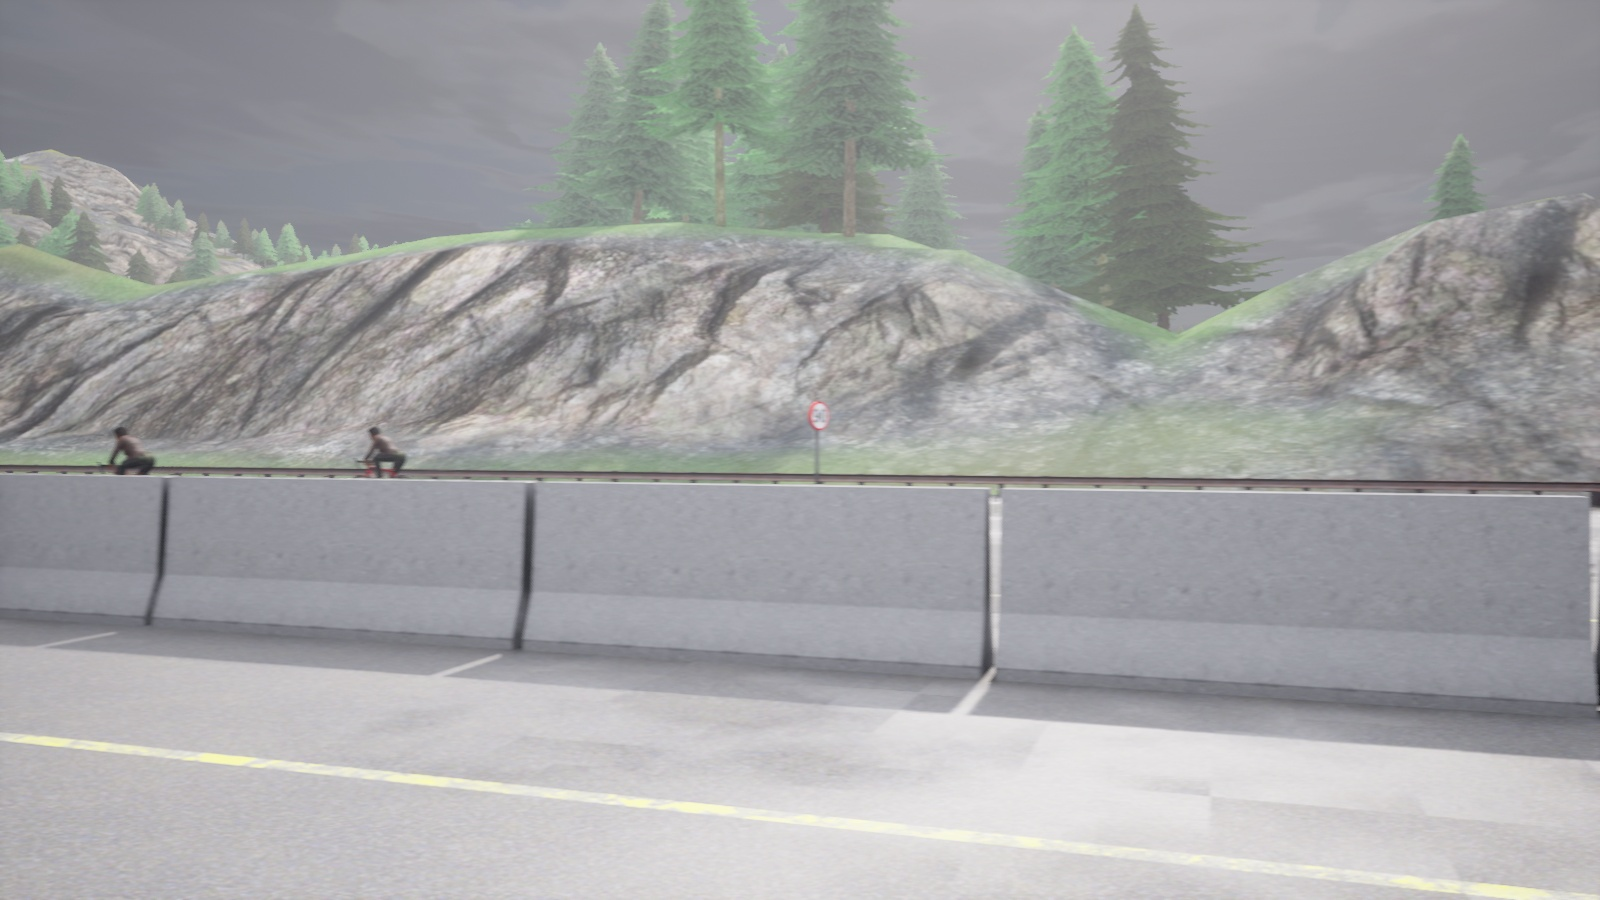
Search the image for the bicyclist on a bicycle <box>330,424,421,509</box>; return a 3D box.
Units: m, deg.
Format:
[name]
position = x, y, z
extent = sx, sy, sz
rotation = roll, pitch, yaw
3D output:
[bicyclist on a bicycle]
position = -8.255, 0.310, 24.432
extent = 1.656, 1.620, 0.582
rotation = 0, 1, 19
